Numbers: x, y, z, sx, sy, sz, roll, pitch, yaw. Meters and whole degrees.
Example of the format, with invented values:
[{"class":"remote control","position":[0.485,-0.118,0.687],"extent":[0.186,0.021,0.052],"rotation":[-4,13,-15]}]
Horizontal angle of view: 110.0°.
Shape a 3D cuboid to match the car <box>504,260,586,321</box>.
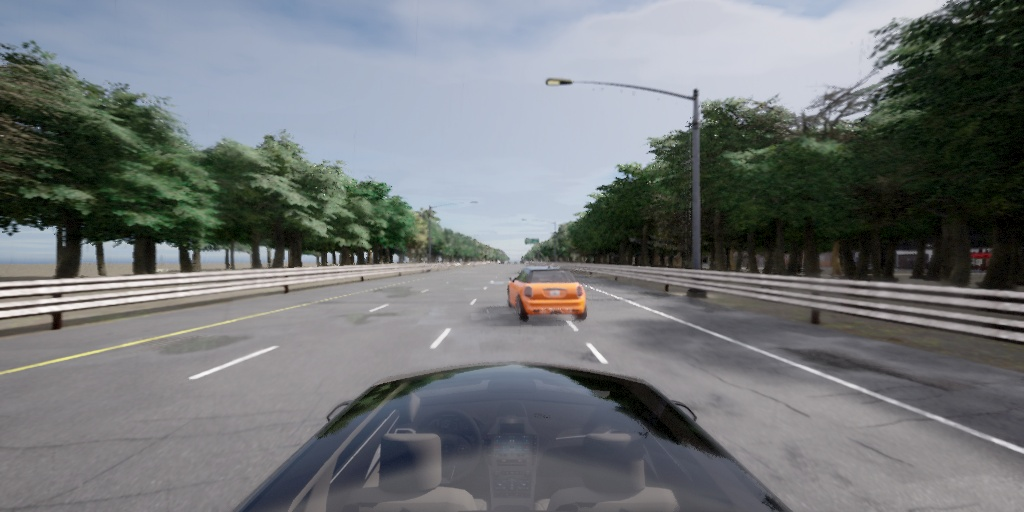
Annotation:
[{"class":"car","position":[1.050,1.143,12.825],"extent":[2.097,1.767,4.553],"rotation":[0,0,-6]}]
